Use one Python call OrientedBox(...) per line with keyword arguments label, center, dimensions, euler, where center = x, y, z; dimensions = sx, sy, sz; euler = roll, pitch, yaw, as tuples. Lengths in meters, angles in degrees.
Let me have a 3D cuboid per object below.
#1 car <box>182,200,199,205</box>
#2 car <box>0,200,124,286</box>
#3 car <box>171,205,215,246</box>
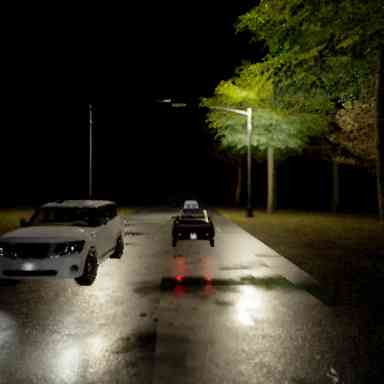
OrientedBox(label="car", center=(-0.110, 1.626, 37.639), dimensions=(2.033, 1.411, 5.357), euler=(0, 0, -1))
OrientedBox(label="car", center=(-3.525, 1.278, 9.938), dimensions=(2.150, 2.045, 5.566), euler=(0, 0, 0))
OrientedBox(label="car", center=(0.052, 1.574, 15.697), dimensions=(2.128, 1.511, 4.902), euler=(0, 0, 0))
